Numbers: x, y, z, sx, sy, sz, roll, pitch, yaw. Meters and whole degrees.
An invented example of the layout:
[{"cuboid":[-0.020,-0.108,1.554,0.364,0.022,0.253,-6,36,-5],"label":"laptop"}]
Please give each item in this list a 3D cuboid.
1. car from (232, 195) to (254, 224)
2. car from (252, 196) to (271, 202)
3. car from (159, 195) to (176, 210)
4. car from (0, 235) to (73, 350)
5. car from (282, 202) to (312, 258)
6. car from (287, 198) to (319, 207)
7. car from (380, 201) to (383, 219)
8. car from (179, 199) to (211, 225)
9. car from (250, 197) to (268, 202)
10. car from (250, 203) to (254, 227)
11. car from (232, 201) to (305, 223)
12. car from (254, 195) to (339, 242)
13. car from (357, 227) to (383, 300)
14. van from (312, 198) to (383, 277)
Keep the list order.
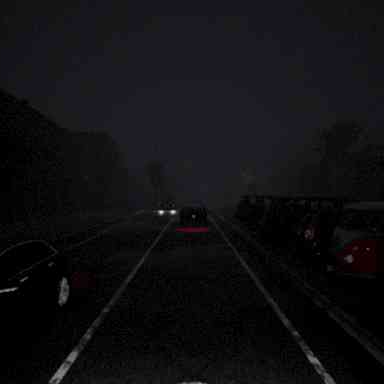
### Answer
[{"cuboid":[5.626,1.216,21.944,5.566,2.045,2.435,0,0,0],"label":"car"},{"cuboid":[18.762,1.884,90.016,4.553,1.767,2.185,0,-1,0],"label":"car"},{"cuboid":[-3.336,1.409,46.188,2.150,2.045,5.566,0,0,0],"label":"car"},{"cuboid":[-3.350,1.500,4.967,1.837,1.490,4.892,0,0,0],"label":"car"},{"cuboid":[5.564,1.328,10.733,4.553,1.767,2.185,0,0,0],"label":"car"},{"cuboid":[18.702,1.765,55.982,4.674,1.452,2.002,0,0,0],"label":"car"},{"cuboid":[18.676,1.493,27.498,5.008,1.535,2.097,0,0,0],"label":"car"},{"cuboid":[0.100,1.479,24.257,1.882,1.535,5.008,0,-1,0],"label":"car"},{"cuboid":[18.692,2.078,93.185,4.674,1.452,2.002,0,0,0],"label":"car"},{"cuboid":[5.601,1.455,16.339,4.892,1.521,2.231,0,0,0],"label":"car"},{"cuboid":[5.593,1.480,24.744,4.892,1.521,2.231,0,0,0],"label":"car"},{"cuboid":[5.623,1.202,13.534,5.566,2.045,2.435,0,0,0],"label":"car"},{"cuboid":[5.593,1.462,5.125,4.892,1.521,2.231,0,0,0],"label":"car"},{"cuboid":[5.481,1.231,7.928,4.442,1.987,1.878,0,0,0],"label":"van"}]
